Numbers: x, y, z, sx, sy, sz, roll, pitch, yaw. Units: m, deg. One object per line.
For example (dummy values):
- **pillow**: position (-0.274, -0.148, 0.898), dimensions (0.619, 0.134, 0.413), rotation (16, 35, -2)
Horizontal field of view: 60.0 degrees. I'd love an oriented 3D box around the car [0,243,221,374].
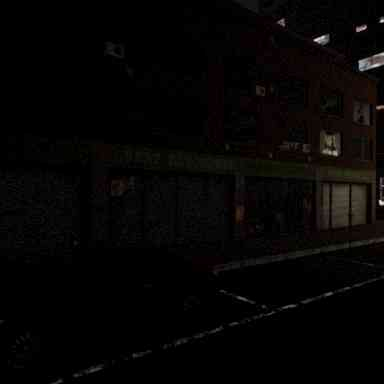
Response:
- **car**: position (-1.390, 1.583, 5.576), dimensions (4.206, 1.307, 1.802), rotation (0, 1, -36)
